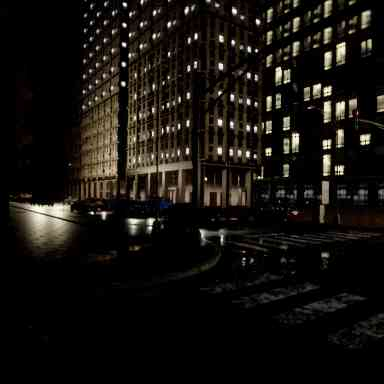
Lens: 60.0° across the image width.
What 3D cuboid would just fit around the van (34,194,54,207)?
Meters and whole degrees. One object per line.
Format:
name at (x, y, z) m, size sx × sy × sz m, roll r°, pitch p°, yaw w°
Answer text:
van at (-20.564, 1.197, 46.793) m, size 1.690 × 1.788 × 3.998 m, roll 1°, pitch -1°, yaw -35°

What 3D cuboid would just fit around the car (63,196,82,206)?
car at (-20.351, 1.486, 56.334) m, size 1.812 × 1.442 × 4.674 m, roll 1°, pitch -1°, yaw -35°

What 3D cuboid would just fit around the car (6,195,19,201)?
car at (-40.145, 1.378, 74.456) m, size 2.008 × 1.369 × 4.403 m, roll 1°, pitch -1°, yaw -35°

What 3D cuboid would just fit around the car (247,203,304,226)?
car at (5.852, 1.505, 23.967) m, size 1.967 × 1.590 × 4.097 m, roll 1°, pitch -1°, yaw -35°

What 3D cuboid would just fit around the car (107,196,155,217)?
car at (-5.603, 1.412, 30.128) m, size 1.882 × 1.535 × 5.008 m, roll 1°, pitch -1°, yaw -35°

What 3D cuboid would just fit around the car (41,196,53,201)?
car at (-36.570, 1.571, 83.906) m, size 1.802 × 1.307 × 4.206 m, roll 1°, pitch -1°, yaw -35°

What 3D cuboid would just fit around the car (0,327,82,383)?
car at (-3.061, 1.547, 1.199) m, size 5.357 × 1.411 × 2.033 m, roll 0°, pitch 0°, yaw -35°

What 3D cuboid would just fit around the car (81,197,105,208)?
car at (-14.361, 1.477, 47.961) m, size 1.837 × 1.490 × 4.892 m, roll 1°, pitch -1°, yaw -35°

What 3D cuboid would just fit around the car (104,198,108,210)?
car at (-11.748, 1.468, 38.833) m, size 2.033 × 1.411 × 5.357 m, roll 1°, pitch -1°, yaw -35°

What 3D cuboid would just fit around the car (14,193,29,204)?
car at (-30.353, 1.155, 60.626) m, size 2.192 × 1.841 × 5.009 m, roll 1°, pitch -1°, yaw -35°

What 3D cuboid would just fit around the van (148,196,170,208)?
van at (-3.936, 1.382, 37.800) m, size 1.690 × 1.788 × 3.998 m, roll 1°, pitch -1°, yaw -35°

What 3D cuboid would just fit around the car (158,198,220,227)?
car at (-0.154, 1.425, 22.425) m, size 1.882 × 1.535 × 5.008 m, roll 1°, pitch -1°, yaw -36°

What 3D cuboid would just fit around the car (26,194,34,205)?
car at (-23.831, 1.432, 51.401) m, size 1.802 × 1.307 × 4.206 m, roll 1°, pitch -1°, yaw -35°

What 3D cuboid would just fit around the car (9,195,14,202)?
car at (-36.883, 1.397, 69.845) m, size 1.947 × 1.339 × 4.313 m, roll 1°, pitch -1°, yaw -35°

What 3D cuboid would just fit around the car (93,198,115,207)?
car at (-13.729, 1.587, 51.630) m, size 1.947 × 1.339 × 4.313 m, roll 1°, pitch -1°, yaw -35°

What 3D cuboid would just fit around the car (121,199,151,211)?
car at (-7.202, 1.585, 42.409) m, size 2.008 × 1.369 × 4.403 m, roll 1°, pitch -1°, yaw -35°

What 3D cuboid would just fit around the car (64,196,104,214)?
car at (-10.779, 1.427, 32.958) m, size 2.008 × 1.369 × 4.403 m, roll 1°, pitch -1°, yaw -35°
